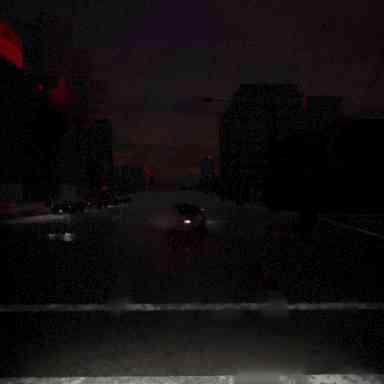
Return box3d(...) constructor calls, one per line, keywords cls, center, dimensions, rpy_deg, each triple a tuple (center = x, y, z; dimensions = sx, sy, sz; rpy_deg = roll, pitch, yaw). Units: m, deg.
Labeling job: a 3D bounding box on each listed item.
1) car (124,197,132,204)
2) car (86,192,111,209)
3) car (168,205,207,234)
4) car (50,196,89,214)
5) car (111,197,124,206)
box3d(cls="car", center=(-12.624, 1.583, 62.492), dimensions=(1.895, 1.301, 4.718), rpy_deg=(0, 0, -2))
box3d(cls="car", center=(-11.851, 0.994, 40.731), dimensions=(2.150, 2.045, 5.566), rpy_deg=(0, 0, -2))
box3d(cls="car", center=(-0.281, 1.381, 17.999), dimensions=(1.994, 1.385, 4.181), rpy_deg=(0, 1, -2))
box3d(cls="car", center=(-11.468, 1.335, 31.039), dimensions=(1.895, 1.301, 4.718), rpy_deg=(0, 0, -2))
box3d(cls="car", center=(-12.195, 1.435, 50.632), dimensions=(1.994, 1.385, 4.181), rpy_deg=(0, -1, -1))
